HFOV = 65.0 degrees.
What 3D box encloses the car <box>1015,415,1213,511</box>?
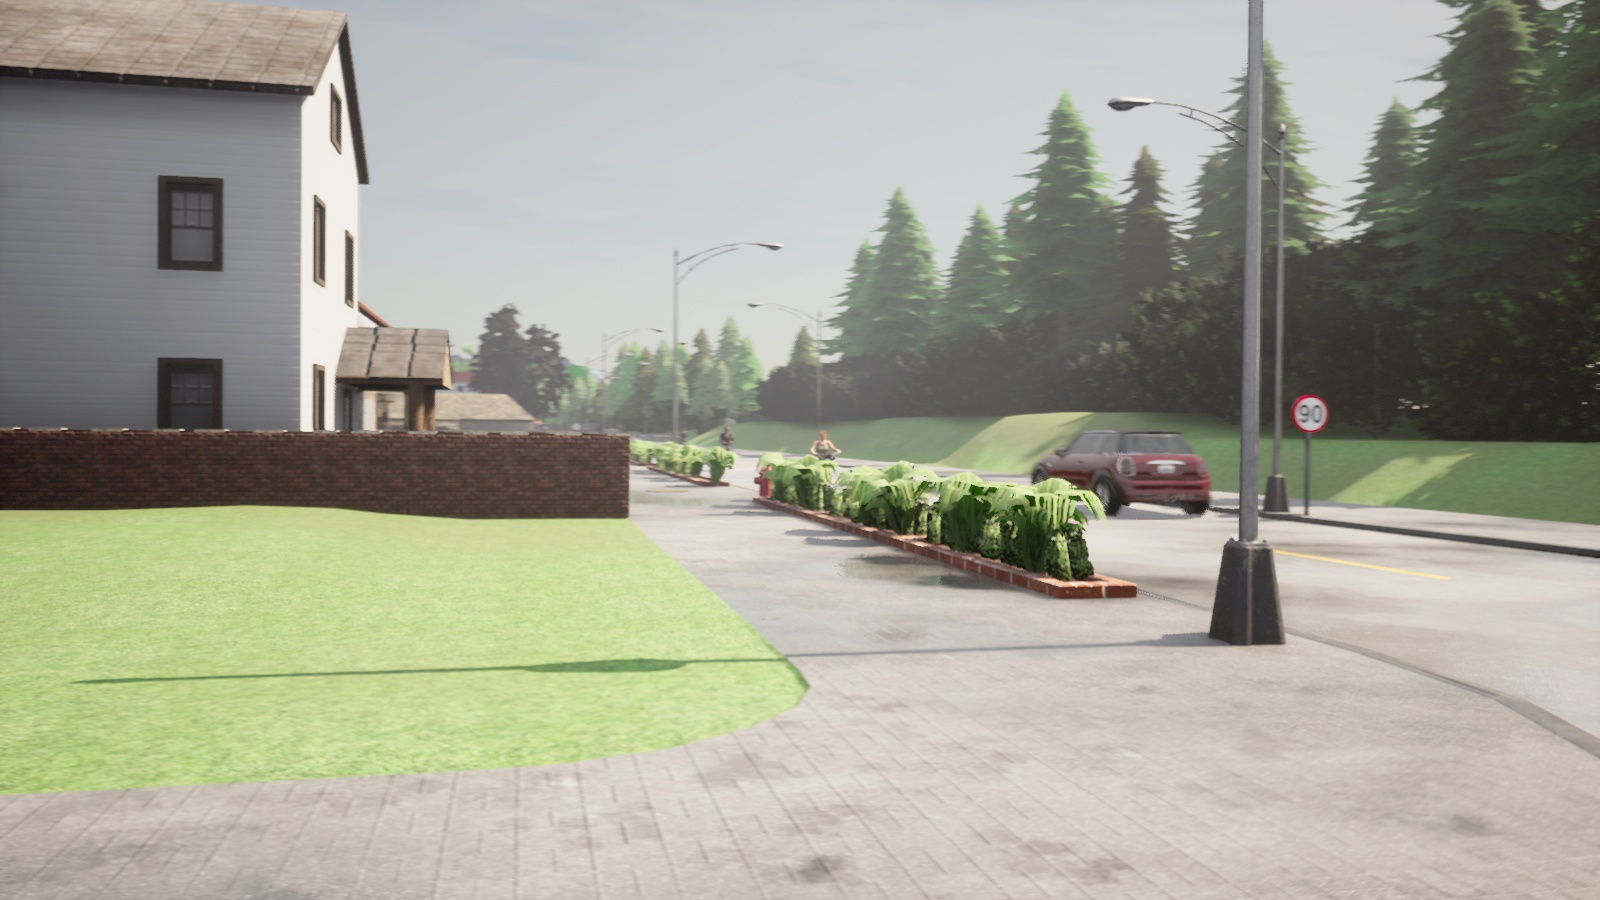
[{"bbox_3d":[6.294,0.214,25.792,2.097,1.767,4.553,-1,1,-13],"label":"car"}]
